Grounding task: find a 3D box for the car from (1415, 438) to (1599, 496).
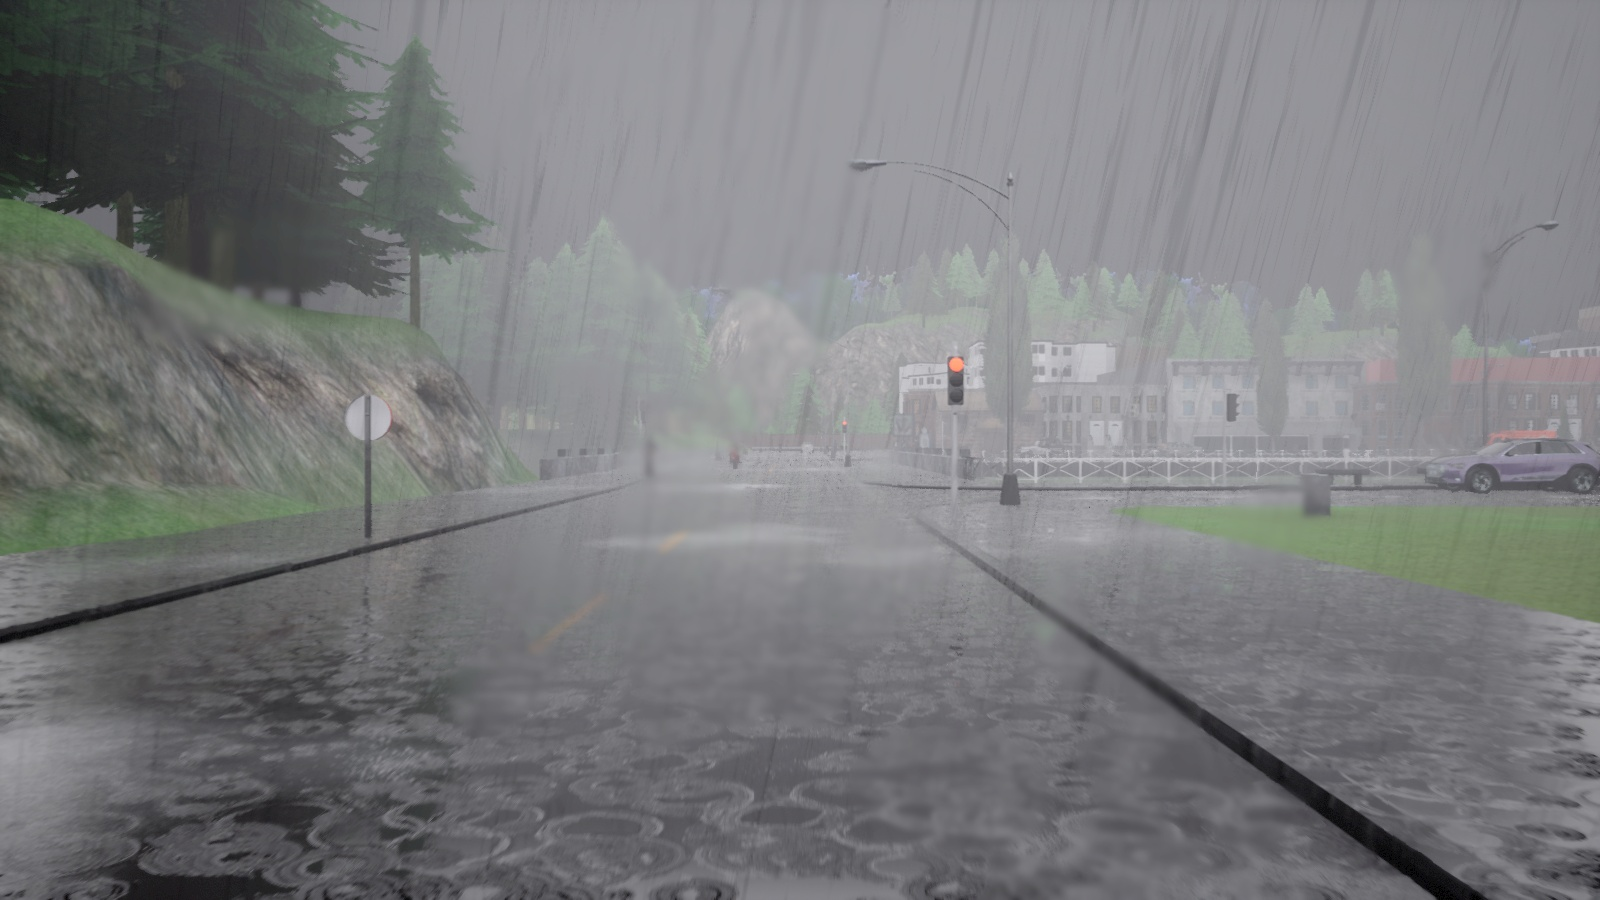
[{"bbox_3d":[21.094,0.486,37.047,4.856,1.649,2.033,0,0,0],"label":"car"}]
